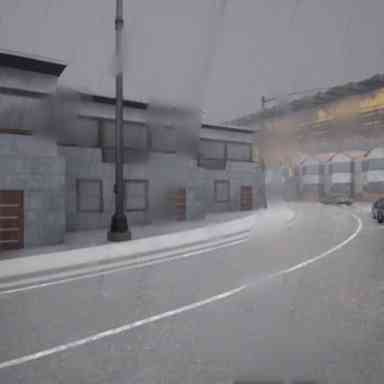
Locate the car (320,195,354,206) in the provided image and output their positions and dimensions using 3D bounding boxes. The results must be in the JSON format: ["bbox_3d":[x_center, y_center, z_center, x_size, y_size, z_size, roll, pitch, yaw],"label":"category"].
[{"bbox_3d":[18.575,1.071,42.897,2.033,1.411,5.357,0,-1,-7],"label":"car"}]

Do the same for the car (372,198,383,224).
[{"bbox_3d":[11.909,1.058,19.796,2.033,1.411,5.357,0,1,24],"label":"car"}]
